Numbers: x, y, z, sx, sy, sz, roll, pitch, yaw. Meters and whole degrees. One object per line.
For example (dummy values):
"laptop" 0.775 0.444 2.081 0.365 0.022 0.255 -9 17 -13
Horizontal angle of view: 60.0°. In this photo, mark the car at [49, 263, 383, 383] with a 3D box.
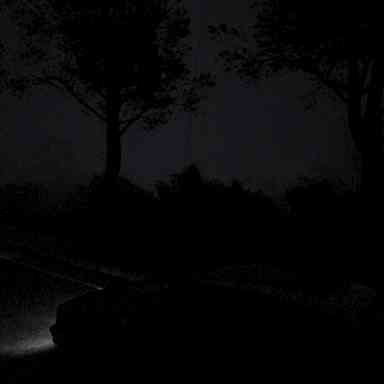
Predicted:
"car" 0.672 1.558 3.604 5.357 1.411 2.033 0 0 37
